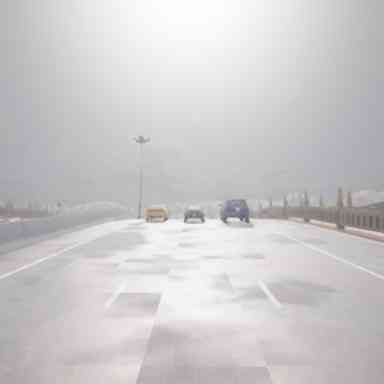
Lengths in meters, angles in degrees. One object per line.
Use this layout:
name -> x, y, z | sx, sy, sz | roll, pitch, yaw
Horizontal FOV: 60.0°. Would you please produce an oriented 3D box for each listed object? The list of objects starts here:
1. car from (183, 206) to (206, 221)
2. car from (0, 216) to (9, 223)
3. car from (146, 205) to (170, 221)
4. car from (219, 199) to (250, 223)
car -> 0.214, 2.025, 31.774 | 1.812, 1.442, 4.674 | 0, -3, 0
car -> -10.543, 1.670, 15.847 | 1.812, 1.442, 4.674 | 0, -1, 0
car -> -3.283, 2.006, 32.616 | 1.882, 1.535, 5.008 | 0, -3, 0
car -> 3.706, 1.640, 29.511 | 2.150, 2.045, 5.566 | 0, -2, 0
